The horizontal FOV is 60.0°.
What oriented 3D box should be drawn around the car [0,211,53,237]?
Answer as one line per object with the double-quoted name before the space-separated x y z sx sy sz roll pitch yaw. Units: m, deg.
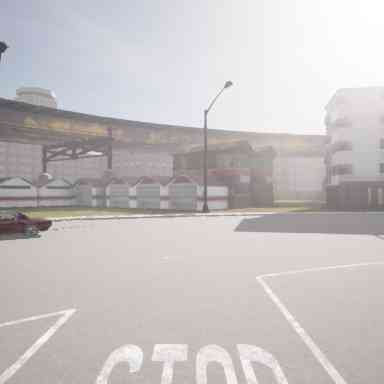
"car" -9.541 1.601 16.323 4.718 1.301 1.895 0 0 -37
